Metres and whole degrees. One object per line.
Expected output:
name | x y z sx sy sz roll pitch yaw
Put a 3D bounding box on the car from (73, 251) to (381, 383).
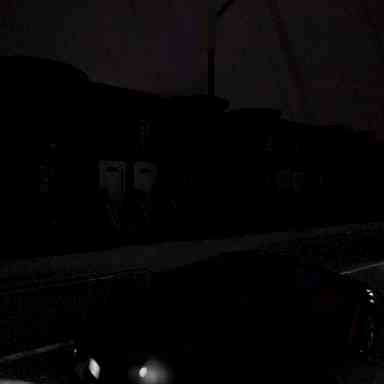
car | 0.662 1.564 4.443 4.181 1.385 1.994 0 0 -35
